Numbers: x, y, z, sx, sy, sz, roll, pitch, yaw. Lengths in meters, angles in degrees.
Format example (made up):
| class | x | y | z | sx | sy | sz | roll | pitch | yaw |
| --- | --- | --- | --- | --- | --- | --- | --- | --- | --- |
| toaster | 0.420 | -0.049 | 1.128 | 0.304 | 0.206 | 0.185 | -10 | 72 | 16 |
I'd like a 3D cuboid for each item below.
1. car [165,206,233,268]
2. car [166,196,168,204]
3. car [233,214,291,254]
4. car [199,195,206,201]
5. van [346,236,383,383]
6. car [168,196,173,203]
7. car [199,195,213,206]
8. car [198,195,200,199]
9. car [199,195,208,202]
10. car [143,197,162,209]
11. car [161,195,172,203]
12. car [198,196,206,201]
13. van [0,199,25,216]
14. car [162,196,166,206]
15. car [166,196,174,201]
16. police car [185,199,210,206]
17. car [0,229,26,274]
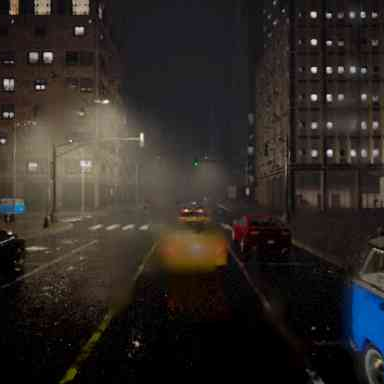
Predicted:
| class | x | y | z | sx | sy | sz | roll | pitch | yaw |
| --- | --- | --- | --- | --- | --- | --- | --- | --- | --- |
| car | 0.103 | 1.480 | 11.274 | 1.801 | 1.575 | 5.366 | 0 | 0 | 0 |
| car | -5.673 | 1.677 | 57.351 | 1.802 | 1.307 | 4.206 | 1 | 0 | 0 |
| car | 2.702 | 1.572 | 13.603 | 1.887 | 1.381 | 4.507 | 1 | 0 | 0 |
| car | 2.712 | 1.646 | 85.777 | 1.752 | 1.417 | 4.829 | 1 | 0 | 0 |
| van | 2.703 | 1.347 | 2.450 | 1.690 | 1.788 | 3.998 | 1 | 0 | 0 |
| car | -5.671 | 1.657 | 68.654 | 2.008 | 1.369 | 4.403 | 1 | 0 | 0 |
| car | 2.708 | 1.645 | 57.349 | 2.008 | 1.369 | 4.403 | 1 | 0 | 0 |
| car | 2.709 | 1.645 | 63.001 | 1.887 | 1.381 | 4.507 | 1 | 0 | 0 |
| car | 2.712 | 1.556 | 79.956 | 1.967 | 1.590 | 4.097 | 1 | 0 | 0 |
| car | -5.675 | 1.666 | 46.048 | 1.802 | 1.307 | 4.206 | 1 | 0 | 0 |
| car | -5.669 | 1.552 | 74.306 | 1.967 | 1.590 | 4.097 | 1 | 0 | 0 |
| car | 2.711 | 1.707 | 91.258 | 1.802 | 1.307 | 4.206 | 1 | 0 | 0 |
| van | -19.731 | 1.597 | 34.920 | 3.998 | 1.788 | 1.690 | 0 | -1 | 1 |
| car | -5.671 | 1.530 | 51.701 | 1.967 | 1.590 | 4.097 | 1 | 0 | 0 |
| car | -5.669 | 1.647 | 85.440 | 1.752 | 1.417 | 4.829 | 1 | 0 | 0 |
| police car | 0.102 | 1.552 | 26.001 | 2.038 | 1.542 | 4.974 | 0 | -1 | 0 |
| car | -5.680 | 1.583 | 8.033 | 1.947 | 1.339 | 4.313 | 1 | 0 | 0 |
